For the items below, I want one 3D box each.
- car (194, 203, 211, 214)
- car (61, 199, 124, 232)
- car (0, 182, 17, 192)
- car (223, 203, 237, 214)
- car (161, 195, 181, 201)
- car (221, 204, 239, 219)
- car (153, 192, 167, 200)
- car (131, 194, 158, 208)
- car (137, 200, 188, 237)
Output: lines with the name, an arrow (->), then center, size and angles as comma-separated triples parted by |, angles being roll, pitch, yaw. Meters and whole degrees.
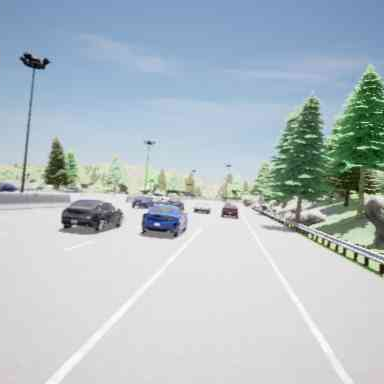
car -> 1.391, 2.027, 42.813 | 1.895, 1.301, 4.718 | 5, 0, 7
car -> -5.033, 1.152, 17.454 | 1.837, 1.490, 4.892 | 5, 0, 7
car -> -26.312, -0.616, 46.237 | 1.812, 1.442, 4.674 | 5, -1, 7
car -> 5.680, 2.476, 49.618 | 1.895, 1.301, 4.718 | 5, 0, 7
car -> -2.143, 1.586, 42.574 | 2.128, 1.511, 4.902 | 5, 0, 7
car -> 4.446, 2.160, 38.702 | 1.882, 1.535, 5.008 | 5, 0, 7
car -> -4.718, 1.128, 50.481 | 2.150, 2.045, 5.566 | 5, 0, 7
car -> -5.931, 1.250, 40.446 | 1.812, 1.442, 4.674 | 5, 0, 7
car -> -1.389, 1.473, 18.588 | 1.882, 1.535, 5.008 | 5, 0, 7
